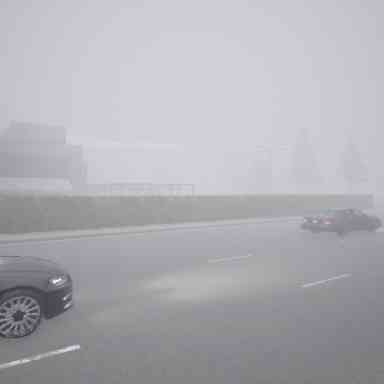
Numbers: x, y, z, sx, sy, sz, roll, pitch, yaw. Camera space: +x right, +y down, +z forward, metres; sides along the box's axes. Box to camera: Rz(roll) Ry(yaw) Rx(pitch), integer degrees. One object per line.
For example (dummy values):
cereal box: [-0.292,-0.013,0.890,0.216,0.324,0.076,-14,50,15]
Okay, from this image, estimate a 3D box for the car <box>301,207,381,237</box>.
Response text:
car: [8.226,1.547,18.197,5.357,1.411,2.033,0,0,-35]

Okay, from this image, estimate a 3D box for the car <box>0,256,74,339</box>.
car: [-4.360,1.491,4.937,4.902,1.511,2.128,0,0,-35]

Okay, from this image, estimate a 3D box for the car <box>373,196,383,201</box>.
car: [45.359,1.595,81.245,1.895,1.301,4.718,0,0,11]
